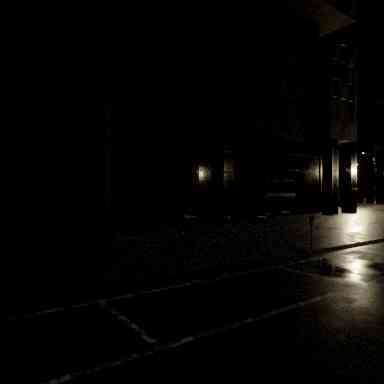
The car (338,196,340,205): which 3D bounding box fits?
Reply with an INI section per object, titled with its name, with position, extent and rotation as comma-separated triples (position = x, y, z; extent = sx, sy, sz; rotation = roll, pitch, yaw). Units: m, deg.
[car]
position = 22.071, 1.430, 51.047
extent = 1.837, 1.490, 4.892
rotation = 0, 0, -36
